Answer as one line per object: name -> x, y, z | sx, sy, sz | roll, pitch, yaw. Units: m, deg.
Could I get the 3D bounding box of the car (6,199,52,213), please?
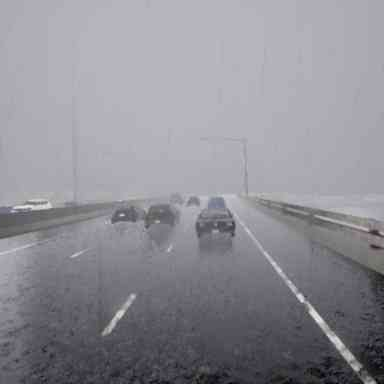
car -> -18.338, 1.908, 38.373 | 2.150, 2.045, 5.566 | -3, 0, 5

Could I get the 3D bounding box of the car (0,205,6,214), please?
car -> -21.818, 2.314, 38.575 | 1.882, 1.535, 5.008 | -3, 0, 5

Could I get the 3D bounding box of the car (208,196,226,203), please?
car -> 2.805, 1.237, 37.284 | 1.882, 1.535, 5.008 | -2, 0, 5

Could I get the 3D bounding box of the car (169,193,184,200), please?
car -> -2.509, 1.177, 56.434 | 2.150, 2.045, 5.566 | -3, 0, 5

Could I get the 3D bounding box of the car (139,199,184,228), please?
car -> -1.888, 1.509, 22.306 | 1.837, 1.490, 4.892 | -3, 0, 4

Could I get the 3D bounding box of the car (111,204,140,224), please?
car -> -5.047, 1.694, 26.806 | 1.994, 1.385, 4.181 | -3, 0, 4

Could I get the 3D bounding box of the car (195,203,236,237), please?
car -> 1.234, 1.484, 17.233 | 1.895, 1.301, 4.718 | -2, 0, 4

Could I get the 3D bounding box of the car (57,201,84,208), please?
car -> -14.662, 1.870, 40.245 | 2.097, 1.767, 4.553 | -2, 0, 5

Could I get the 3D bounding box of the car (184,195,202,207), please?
car -> 0.329, 1.350, 49.006 | 1.837, 1.490, 4.892 | -3, 0, 5
